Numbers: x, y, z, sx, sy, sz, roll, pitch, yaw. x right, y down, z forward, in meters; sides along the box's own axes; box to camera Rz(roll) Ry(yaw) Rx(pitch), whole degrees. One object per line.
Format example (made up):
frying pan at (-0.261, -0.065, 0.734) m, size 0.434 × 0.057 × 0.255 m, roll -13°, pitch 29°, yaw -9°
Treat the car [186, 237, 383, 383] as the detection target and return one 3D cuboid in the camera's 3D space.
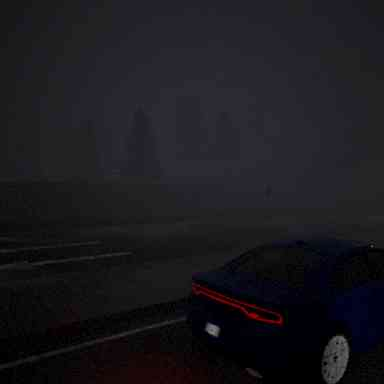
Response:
car at (2.254, 1.478, 5.357) m, size 5.008 × 1.535 × 1.882 m, roll 0°, pitch 0°, yaw -35°
